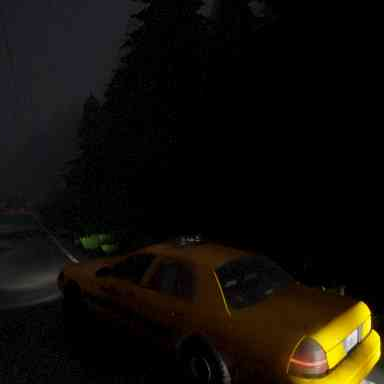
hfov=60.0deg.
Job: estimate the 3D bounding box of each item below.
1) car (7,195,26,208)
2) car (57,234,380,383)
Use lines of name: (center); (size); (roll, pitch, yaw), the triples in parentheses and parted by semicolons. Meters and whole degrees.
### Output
car: (-21.132, 1.060, 40.057); (2.128, 1.511, 4.902); (-2, 2, -26)
car: (-0.252, 1.418, 5.080); (5.366, 1.575, 1.801); (1, 1, 44)
